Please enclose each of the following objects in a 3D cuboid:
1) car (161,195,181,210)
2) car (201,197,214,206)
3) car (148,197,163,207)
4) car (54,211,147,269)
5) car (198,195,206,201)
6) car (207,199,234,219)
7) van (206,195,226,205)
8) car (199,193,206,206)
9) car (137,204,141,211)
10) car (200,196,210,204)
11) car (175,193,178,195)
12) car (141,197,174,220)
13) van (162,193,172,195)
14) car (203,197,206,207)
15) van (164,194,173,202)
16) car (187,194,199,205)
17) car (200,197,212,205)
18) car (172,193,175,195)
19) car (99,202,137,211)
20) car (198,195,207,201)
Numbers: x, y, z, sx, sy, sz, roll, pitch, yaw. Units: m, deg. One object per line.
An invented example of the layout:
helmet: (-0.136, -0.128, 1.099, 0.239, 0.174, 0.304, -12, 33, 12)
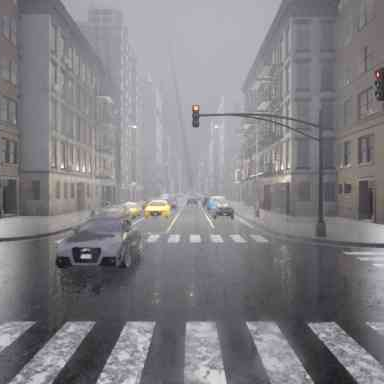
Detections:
car: (-2.880, 1.544, 44.156, 2.033, 1.411, 5.357, 0, 0, -1)
car: (2.611, 1.561, 55.876, 1.947, 1.339, 4.313, 0, 0, 0)
car: (-5.447, 1.521, 50.293, 1.752, 1.417, 4.829, 0, 0, 0)
car: (-2.856, 1.553, 10.979, 1.994, 1.385, 4.181, 0, 0, 0)
car: (2.599, 1.560, 88.313, 1.947, 1.339, 4.313, 0, 0, 0)
car: (2.621, 1.548, 28.844, 2.008, 1.369, 4.403, 0, 0, 0)
van: (2.619, 1.338, 34.251, 1.690, 1.788, 3.998, 0, 0, 0)
car: (2.613, 1.311, 50.469, 2.192, 1.841, 5.009, 0, 0, 0)
car: (-5.414, 1.523, 28.668, 1.752, 1.417, 4.829, 0, 0, 0)
car: (2.607, 1.521, 66.857, 1.752, 1.417, 4.829, 0, 0, 0)
car: (-5.506, 1.545, 88.307, 2.008, 1.369, 4.403, 0, 0, 0)
car: (-2.869, 1.475, 28.659, 1.882, 1.535, 5.008, 0, 0, 0)
van: (-5.472, 1.336, 66.681, 1.690, 1.788, 3.998, 0, 0, 0)
car: (2.617, 1.578, 39.657, 1.802, 1.307, 4.206, 0, 0, 0)
van: (-5.489, 1.336, 77.494, 1.690, 1.788, 3.998, 0, 0, 0)
car: (0.063, 1.500, 57.005, 1.837, 1.490, 4.892, 0, 0, 0)
car: (2.609, 1.546, 61.282, 2.008, 1.369, 4.403, 0, 0, 0)
car: (-5.480, 1.310, 72.087, 2.192, 1.841, 5.009, 0, 0, 0)
car: (-5.405, 1.549, 23.432, 2.008, 1.369, 4.403, 0, 0, 0)
car: (2.601, 1.539, 82.907, 1.887, 1.381, 4.507, 0, 0, 0)
